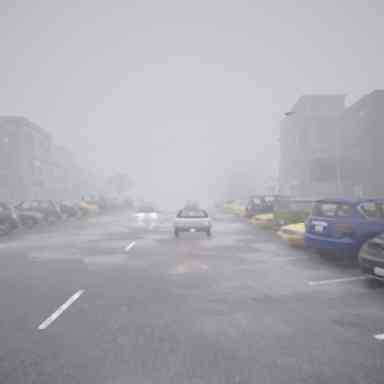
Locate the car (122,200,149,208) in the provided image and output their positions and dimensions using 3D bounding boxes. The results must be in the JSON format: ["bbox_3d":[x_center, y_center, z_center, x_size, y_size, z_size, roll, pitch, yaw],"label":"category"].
[{"bbox_3d":[-11.474,2.402,67.200,5.008,1.535,2.097,0,-3,-20],"label":"car"}]

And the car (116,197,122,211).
[{"bbox_3d":[-11.561,1.675,40.818,4.892,1.521,2.231,-1,-1,-20],"label":"car"}]

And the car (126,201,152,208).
[{"bbox_3d":[-11.591,2.711,72.976,5.366,1.575,1.946,0,-3,-19],"label":"car"}]

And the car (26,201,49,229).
[{"bbox_3d":[-11.516,1.513,20.286,4.674,1.452,2.002,-1,0,-20],"label":"car"}]

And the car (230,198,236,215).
[{"bbox_3d":[6.437,1.536,29.085,5.366,1.575,1.946,1,-1,-20],"label":"car"}]

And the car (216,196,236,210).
[{"bbox_3d":[6.074,1.677,40.922,5.366,1.575,1.946,1,-1,-20],"label":"car"}]

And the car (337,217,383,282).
[{"bbox_3d":[6.362,1.494,8.054,4.892,1.521,2.231,1,0,-20],"label":"car"}]

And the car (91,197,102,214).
[{"bbox_3d":[-11.731,1.550,31.954,5.366,1.575,1.946,-1,0,-20],"label":"car"}]

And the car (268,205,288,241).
[{"bbox_3d":[6.165,1.483,13.987,5.366,1.575,1.946,1,0,-20],"label":"car"}]

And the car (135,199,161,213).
[{"bbox_3d":[-5.244,1.785,40.227,1.895,1.301,4.718,0,-1,0],"label":"car"}]

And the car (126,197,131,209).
[{"bbox_3d":[-11.534,1.815,46.698,4.792,1.488,2.163,0,-2,-20],"label":"car"}]

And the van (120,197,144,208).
[{"bbox_3d":[-11.601,2.050,64.242,4.442,1.987,1.878,0,-2,-20],"label":"van"}]

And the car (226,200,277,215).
[{"bbox_3d":[6.223,1.626,34.991,4.792,1.488,2.163,1,0,-20],"label":"car"}]

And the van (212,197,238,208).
[{"bbox_3d":[6.201,1.957,61.901,4.442,1.987,1.878,1,-2,-20],"label":"van"}]

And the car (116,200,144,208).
[{"bbox_3d":[-11.478,2.197,61.354,4.792,1.488,2.163,0,-2,-20],"label":"car"}]

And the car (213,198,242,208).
[{"bbox_3d":[6.328,1.966,58.956,4.553,1.767,2.185,1,-2,-20],"label":"car"}]

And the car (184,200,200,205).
[{"bbox_3d":[-0.048,1.733,40.620,2.033,1.411,5.357,0,-1,0],"label":"car"}]

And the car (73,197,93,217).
[{"bbox_3d":[-11.556,1.524,29.081,5.008,1.535,2.097,-1,-1,-20],"label":"car"}]

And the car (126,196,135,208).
[{"bbox_3d":[-11.561,1.849,49.616,5.008,1.535,2.097,0,-2,-20],"label":"car"}]

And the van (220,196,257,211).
[{"bbox_3d":[6.143,1.506,43.941,4.442,1.987,1.878,1,-1,-20],"label":"van"}]

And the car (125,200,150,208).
[{"bbox_3d":[-11.450,2.550,70.124,4.892,1.521,2.231,0,-3,-20],"label":"car"}]

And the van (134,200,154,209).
[{"bbox_3d":[-11.470,2.884,78.855,4.442,1.987,1.878,1,-4,-19],"label":"van"}]

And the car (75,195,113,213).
[{"bbox_3d":[-11.593,1.337,34.937,5.566,2.045,2.435,-1,0,-20],"label":"car"}]

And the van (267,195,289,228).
[{"bbox_3d":[6.431,1.263,17.092,4.442,1.987,1.878,1,0,-20],"label":"van"}]

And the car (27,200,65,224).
[{"bbox_3d":[-11.498,1.358,23.219,4.553,1.767,2.185,-1,0,-20],"label":"car"}]

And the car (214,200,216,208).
[{"bbox_3d":[6.255,1.899,49.966,4.674,1.452,2.002,1,-2,-20],"label":"car"}]

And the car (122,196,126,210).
[{"bbox_3d":[-11.536,1.600,43.758,4.553,1.767,2.185,0,-1,-20],"label":"car"}]

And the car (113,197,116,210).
[{"bbox_3d":[-11.561,1.627,37.880,4.892,1.521,2.231,-1,0,-20],"label":"car"}]

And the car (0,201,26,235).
[{"bbox_3d":[-11.466,1.343,17.353,4.553,1.767,2.185,-1,0,-20],"label":"car"}]

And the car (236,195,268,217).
[{"bbox_3d":[6.314,1.248,23.050,5.566,2.045,2.435,1,-1,-20],"label":"car"}]

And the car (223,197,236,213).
[{"bbox_3d":[6.083,1.556,31.949,5.366,1.575,1.946,1,0,-20],"label":"car"}]

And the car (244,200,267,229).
[{"bbox_3d":[6.127,1.485,19.980,5.366,1.575,1.946,1,0,-20],"label":"car"}]

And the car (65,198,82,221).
[{"bbox_3d":[-11.533,1.500,26.150,5.008,1.535,2.097,-1,0,-20],"label":"car"}]

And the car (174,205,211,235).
[{"bbox_3d":[0.016,1.593,18.572,1.895,1.301,4.718,0,0,0],"label":"car"}]

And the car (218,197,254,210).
[{"bbox_3d":[6.224,1.668,46.971,4.553,1.767,2.185,1,-2,-20],"label":"car"}]

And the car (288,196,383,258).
[{"bbox_3d":[6.386,1.240,11.069,5.566,2.045,2.435,1,0,-20],"label":"car"}]

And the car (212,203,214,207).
[{"bbox_3d":[6.297,1.960,52.971,4.792,1.488,2.163,1,-2,-20],"label":"car"}]

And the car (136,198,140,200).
[{"bbox_3d":[-11.538,2.036,55.483,4.674,1.452,2.002,0,-2,-20],"label":"car"}]
